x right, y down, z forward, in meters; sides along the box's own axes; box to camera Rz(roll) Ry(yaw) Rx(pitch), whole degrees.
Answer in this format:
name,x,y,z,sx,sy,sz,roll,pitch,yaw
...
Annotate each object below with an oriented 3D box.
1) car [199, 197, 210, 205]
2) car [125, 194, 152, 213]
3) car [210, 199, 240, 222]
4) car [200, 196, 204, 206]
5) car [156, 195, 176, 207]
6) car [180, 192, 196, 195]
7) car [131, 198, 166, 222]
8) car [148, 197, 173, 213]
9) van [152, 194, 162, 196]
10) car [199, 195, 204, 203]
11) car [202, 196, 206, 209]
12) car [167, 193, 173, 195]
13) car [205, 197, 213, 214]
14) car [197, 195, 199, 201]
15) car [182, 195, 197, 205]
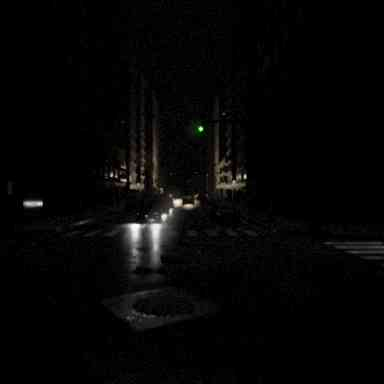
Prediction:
name,x,y,z,sx,sy,sz,roll,pitch,yaw
car,2.198,1.500,58.913,1.802,1.307,4.206,0,0,-1
car,-6.025,1.271,36.696,2.192,1.841,5.009,0,0,-1
car,2.648,1.496,25.931,1.752,1.417,4.829,0,0,-1
car,2.424,1.513,42.337,1.947,1.339,4.313,0,0,-1
car,-3.532,1.467,45.961,1.812,1.442,4.674,0,0,0
car,-0.746,1.140,65.317,2.150,2.045,5.566,0,0,-1
car,-3.316,1.475,26.169,1.837,1.490,4.892,0,0,-2
car,-3.432,1.521,36.029,1.994,1.385,4.181,0,0,-1
van,-6.252,1.270,53.272,1.690,1.788,3.998,0,0,-1
car,2.349,1.483,47.863,1.887,1.381,4.507,0,0,-1
car,2.500,1.506,36.812,2.008,1.369,4.403,0,0,-1
car,-6.705,1.299,86.424,1.967,1.590,4.097,0,0,-1
car,2.575,1.404,31.286,1.967,1.590,4.097,0,0,-1
car,2.274,1.479,53.388,2.008,1.369,4.403,0,0,-1
car,-0.611,1.526,55.317,1.895,1.301,4.718,0,0,-1
